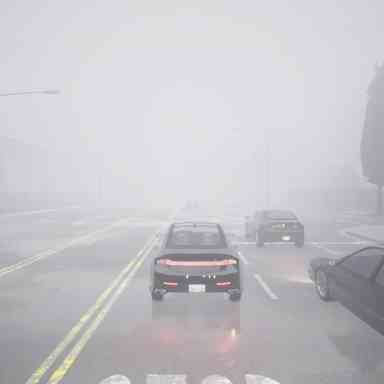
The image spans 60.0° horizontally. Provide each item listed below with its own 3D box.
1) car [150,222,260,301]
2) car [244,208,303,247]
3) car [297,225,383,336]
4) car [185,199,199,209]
[{"bbox_3d":[0.083,1.491,8.313,2.128,1.511,4.902,0,0,0],"label":"car"},{"bbox_3d":[3.568,1.505,15.014,1.837,1.490,4.892,0,0,0],"label":"car"},{"bbox_3d":[3.589,1.547,5.267,2.033,1.411,5.357,0,0,0],"label":"car"},{"bbox_3d":[0.010,1.601,44.132,1.895,1.301,4.718,0,0,0],"label":"car"}]
